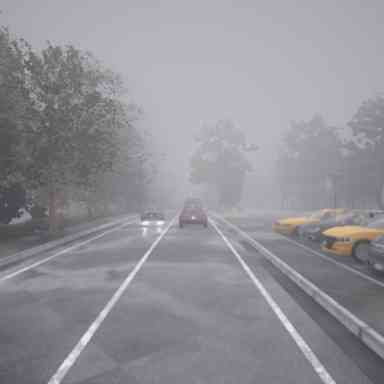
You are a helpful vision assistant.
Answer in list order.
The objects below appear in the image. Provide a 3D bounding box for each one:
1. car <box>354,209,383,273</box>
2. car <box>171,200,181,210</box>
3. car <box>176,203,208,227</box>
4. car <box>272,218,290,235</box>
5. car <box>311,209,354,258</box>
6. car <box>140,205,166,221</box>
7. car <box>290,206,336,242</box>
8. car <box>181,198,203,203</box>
[{"bbox_3d":[7.108,1.355,8.693,4.553,1.767,2.185,0,0,0],"label":"car"},{"bbox_3d":[-3.273,2.792,70.670,2.150,2.045,5.566,0,-2,0],"label":"car"},{"bbox_3d":[0.091,1.719,24.254,1.994,1.385,4.181,0,-1,0],"label":"car"},{"bbox_3d":[6.893,1.516,17.011,5.366,1.575,1.946,0,0,0],"label":"car"},{"bbox_3d":[7.084,1.485,11.470,5.008,1.535,2.097,0,0,0],"label":"car"},{"bbox_3d":[-3.358,1.814,29.547,1.994,1.385,4.181,0,-1,0],"label":"car"},{"bbox_3d":[7.084,1.499,14.242,4.892,1.521,2.231,0,0,0],"label":"car"},{"bbox_3d":[0.085,1.728,40.098,2.150,2.045,5.566,0,-1,0],"label":"car"}]
